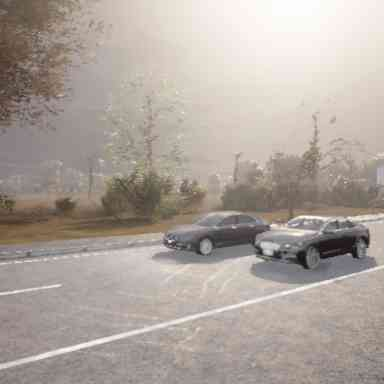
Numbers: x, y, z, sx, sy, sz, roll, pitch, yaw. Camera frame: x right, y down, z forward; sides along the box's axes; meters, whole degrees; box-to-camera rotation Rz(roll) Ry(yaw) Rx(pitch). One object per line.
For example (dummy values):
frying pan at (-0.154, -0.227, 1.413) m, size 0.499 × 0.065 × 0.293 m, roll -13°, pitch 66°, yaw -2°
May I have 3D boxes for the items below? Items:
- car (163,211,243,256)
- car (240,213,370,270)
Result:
car at (1.154, 1.563, 13.500) m, size 4.892 × 1.490 × 1.837 m, roll 0°, pitch 0°, yaw -36°
car at (4.254, 1.563, 11.443) m, size 4.902 × 1.511 × 2.128 m, roll 1°, pitch 0°, yaw -36°
